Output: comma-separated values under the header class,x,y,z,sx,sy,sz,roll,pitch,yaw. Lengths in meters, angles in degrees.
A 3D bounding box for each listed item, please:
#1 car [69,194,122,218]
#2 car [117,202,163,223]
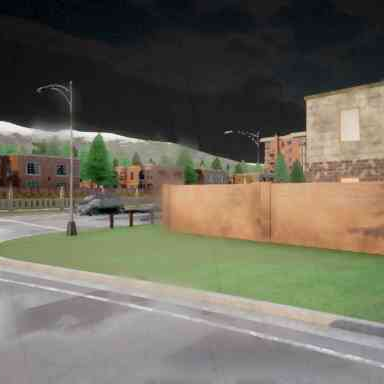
class,x,y,z,sx,sy,sz,roll,pitch,yaw
car,-8.433,1.351,30.733,2.097,1.767,4.553,0,0,41
car,-3.152,1.601,26.139,1.895,1.301,4.718,0,0,41
